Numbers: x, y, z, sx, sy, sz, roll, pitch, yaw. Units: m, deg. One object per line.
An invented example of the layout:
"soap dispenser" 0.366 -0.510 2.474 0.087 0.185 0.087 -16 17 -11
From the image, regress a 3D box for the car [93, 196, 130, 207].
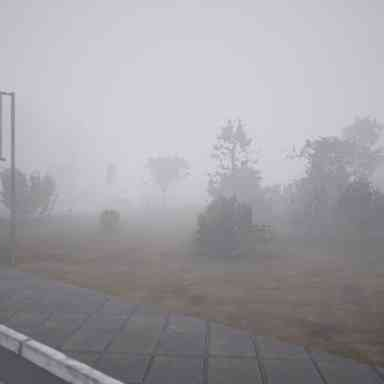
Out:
"car" -11.315 1.423 48.650 2.128 1.511 4.902 0 1 39

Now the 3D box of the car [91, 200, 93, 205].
"car" -13.374 1.413 51.671 2.128 1.511 4.902 0 1 39
